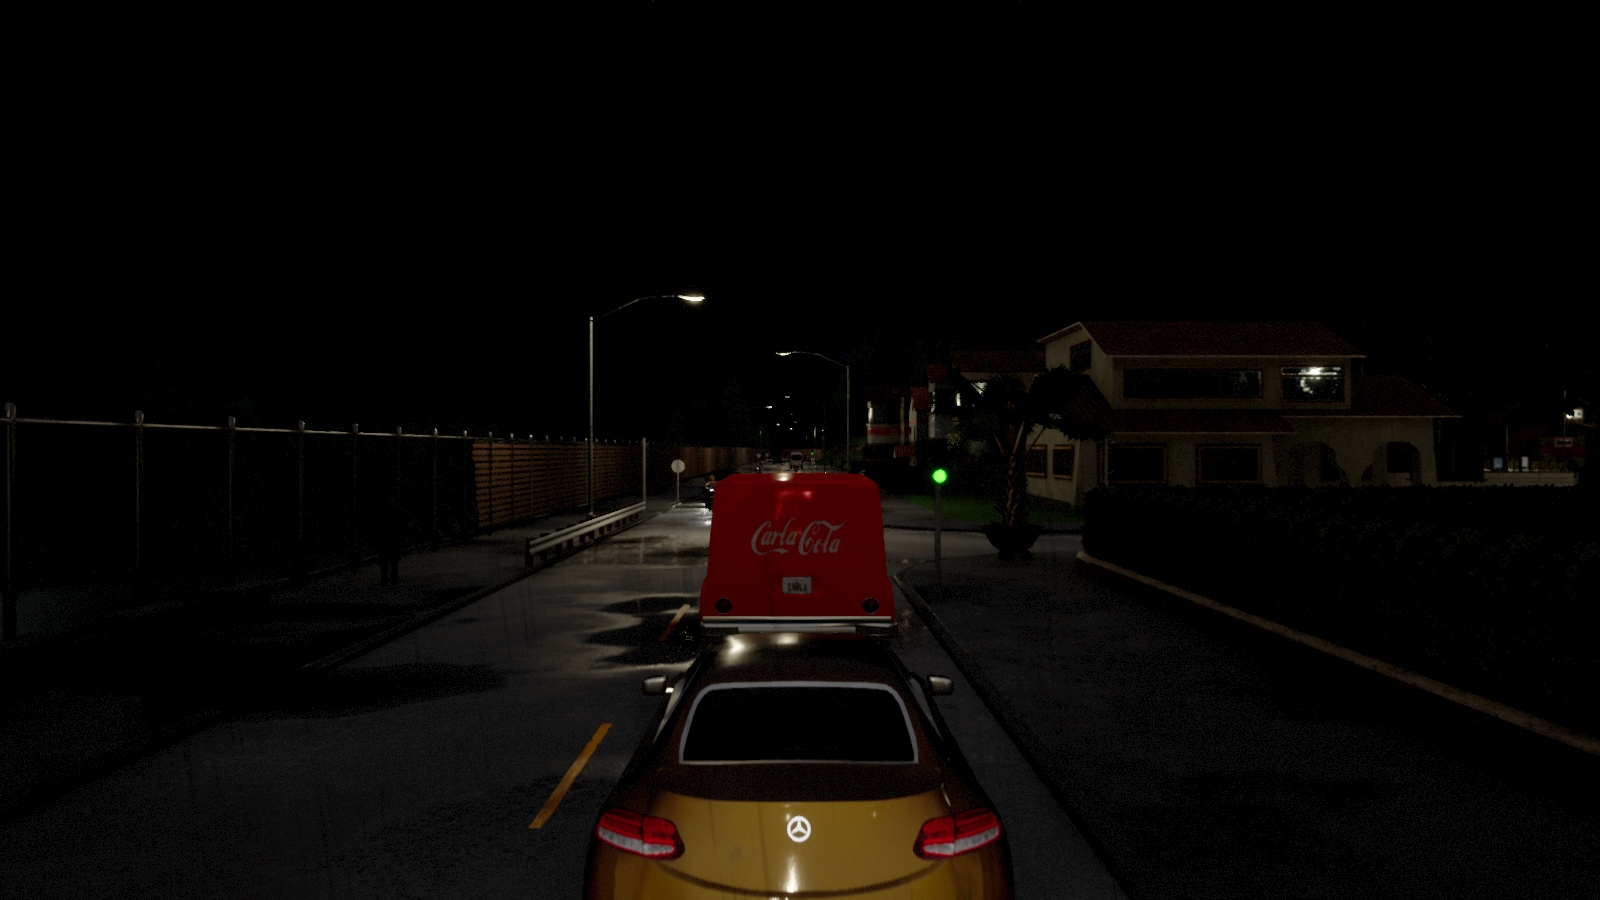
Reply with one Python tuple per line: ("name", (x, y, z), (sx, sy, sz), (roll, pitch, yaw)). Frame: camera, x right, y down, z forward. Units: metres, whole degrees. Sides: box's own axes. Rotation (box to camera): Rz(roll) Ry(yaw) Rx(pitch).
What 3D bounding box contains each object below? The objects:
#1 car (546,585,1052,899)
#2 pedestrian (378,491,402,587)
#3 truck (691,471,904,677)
("car", (-0.013, 1.997, 7.371), (2.152, 1.651, 5.027), (0, 0, 0))
("pedestrian", (-8.109, 1.758, 22.596), (0.375, 1.860, 0.375), (0, 0, -6))
("truck", (-0.041, 1.577, 16.711), (2.627, 2.467, 5.204), (0, 0, 0))
